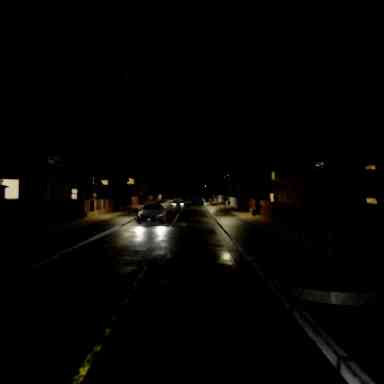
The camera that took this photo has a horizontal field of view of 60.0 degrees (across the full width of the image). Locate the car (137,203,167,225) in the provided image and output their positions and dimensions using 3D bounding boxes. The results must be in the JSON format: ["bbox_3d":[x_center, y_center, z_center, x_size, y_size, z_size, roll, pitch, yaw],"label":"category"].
[{"bbox_3d":[-2.854,1.550,24.410,1.812,1.442,4.674,0,0,0],"label":"car"}]

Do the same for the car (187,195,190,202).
[{"bbox_3d":[-0.016,1.440,71.962,1.994,1.385,4.181,0,0,0],"label":"car"}]

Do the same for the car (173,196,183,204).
[{"bbox_3d":[-2.769,1.558,66.817,1.812,1.442,4.674,0,0,0],"label":"car"}]

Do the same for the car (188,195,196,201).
[{"bbox_3d":[-0.019,1.410,84.482,1.837,1.490,4.892,0,0,0],"label":"car"}]

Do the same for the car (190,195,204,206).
[{"bbox_3d":[0.950,1.509,54.200,1.882,1.535,5.008,0,0,0],"label":"car"}]
